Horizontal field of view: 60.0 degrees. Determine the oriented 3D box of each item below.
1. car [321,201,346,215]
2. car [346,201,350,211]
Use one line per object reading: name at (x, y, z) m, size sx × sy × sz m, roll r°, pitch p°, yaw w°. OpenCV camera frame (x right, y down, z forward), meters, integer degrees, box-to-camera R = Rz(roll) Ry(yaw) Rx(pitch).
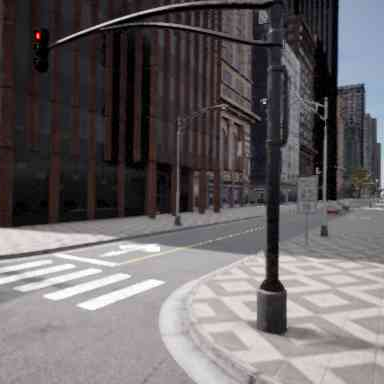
car at (17.215, 2.008, 40.906) m, size 1.994 × 1.385 × 4.181 m, roll 1°, pitch 0°, yaw 31°
car at (22.260, 2.020, 49.533) m, size 2.128 × 1.511 × 4.902 m, roll 1°, pitch 0°, yaw 31°
